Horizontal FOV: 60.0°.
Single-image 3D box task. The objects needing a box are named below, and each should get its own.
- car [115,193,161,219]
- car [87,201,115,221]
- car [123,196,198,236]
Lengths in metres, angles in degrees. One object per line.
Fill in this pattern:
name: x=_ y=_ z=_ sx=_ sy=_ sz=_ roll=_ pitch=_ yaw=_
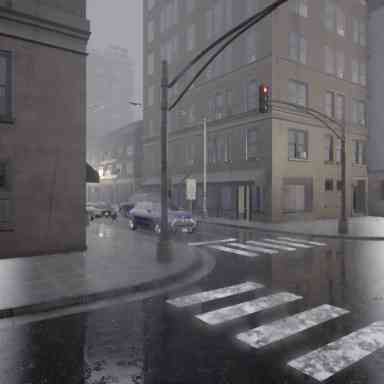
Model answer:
car: x=-3.693 y=1.099 z=25.904 sx=2.150 sy=2.045 sz=5.566 roll=0 pitch=0 yaw=-36
car: x=-7.436 y=1.428 z=26.073 sx=1.994 sy=1.385 sz=4.181 roll=0 pitch=0 yaw=-35
car: x=-1.640 y=1.269 z=17.967 sx=2.097 sy=1.767 sz=4.553 roll=0 pitch=0 yaw=-36
